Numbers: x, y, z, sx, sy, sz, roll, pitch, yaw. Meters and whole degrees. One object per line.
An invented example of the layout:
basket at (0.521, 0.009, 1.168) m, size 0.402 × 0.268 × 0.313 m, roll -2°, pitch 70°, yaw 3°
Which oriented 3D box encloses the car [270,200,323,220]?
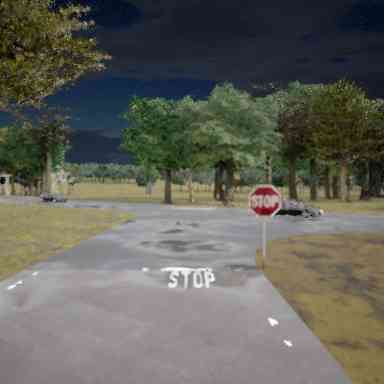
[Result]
car at (8.296, 1.434, 27.779) m, size 4.902 × 1.511 × 2.128 m, roll 1°, pitch 2°, yaw 35°

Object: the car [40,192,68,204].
car at (-19.618, 0.857, 47.121) m, size 4.892 × 1.490 × 1.837 m, roll 1°, pitch 2°, yaw 35°
